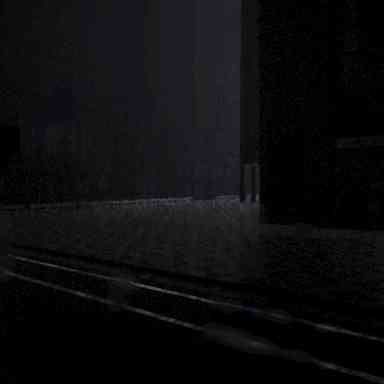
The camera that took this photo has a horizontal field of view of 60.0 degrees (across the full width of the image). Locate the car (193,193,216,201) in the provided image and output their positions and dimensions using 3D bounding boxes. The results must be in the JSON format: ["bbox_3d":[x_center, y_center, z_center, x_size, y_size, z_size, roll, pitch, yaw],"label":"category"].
[{"bbox_3d":[2.413,0.877,61.520,2.033,1.411,5.357,0,1,36],"label":"car"}]
